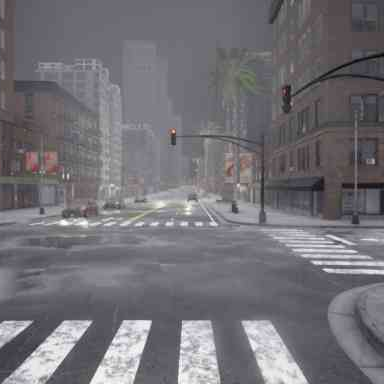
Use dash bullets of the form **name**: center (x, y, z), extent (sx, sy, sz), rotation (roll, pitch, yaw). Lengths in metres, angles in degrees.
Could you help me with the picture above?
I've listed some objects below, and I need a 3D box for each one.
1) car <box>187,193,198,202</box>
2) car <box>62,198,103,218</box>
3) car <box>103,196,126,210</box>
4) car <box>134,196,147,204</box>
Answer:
- **car**: center (0.132, 1.162, 71.935), extent (2.150, 2.045, 5.566), rotation (0, 0, 0)
- **car**: center (-9.828, 1.346, 29.580), extent (2.097, 1.767, 4.553), rotation (0, 0, 0)
- **car**: center (-9.804, 1.341, 42.073), extent (2.097, 1.767, 4.553), rotation (0, 0, 0)
- **car**: center (-9.710, 1.436, 63.056), extent (1.882, 1.535, 5.008), rotation (0, 0, 0)
